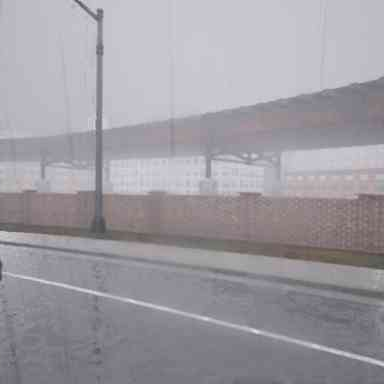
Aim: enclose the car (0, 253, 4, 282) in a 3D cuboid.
[{"bbox_3d":[-6.283,1.524,7.695,4.674,1.442,1.812,0,0,30],"label":"car"}]
